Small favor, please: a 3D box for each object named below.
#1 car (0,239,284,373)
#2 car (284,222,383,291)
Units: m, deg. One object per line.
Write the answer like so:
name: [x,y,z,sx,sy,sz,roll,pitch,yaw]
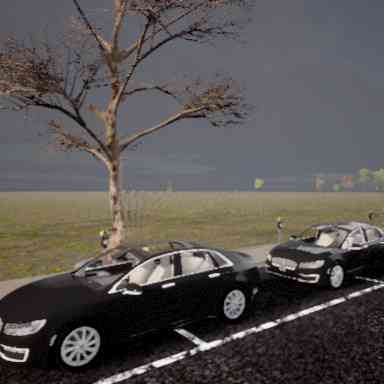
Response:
car: [-0.760,1.536,5.547,4.403,1.369,2.008,0,1,-36]
car: [3.842,1.504,8.831,4.403,1.369,2.008,0,1,-36]
